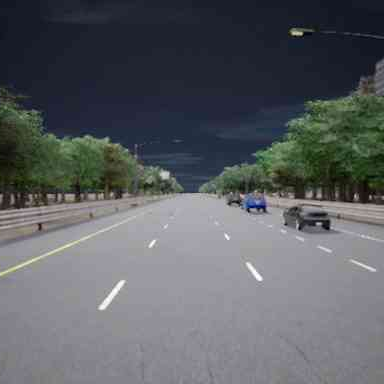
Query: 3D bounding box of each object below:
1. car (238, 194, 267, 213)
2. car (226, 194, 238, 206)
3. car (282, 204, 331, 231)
[{"bbox_3d":[7.042,1.288,38.172,2.150,2.045,5.566,0,0,0],"label":"car"},{"bbox_3d":[7.065,1.309,56.612,2.150,2.045,5.566,0,0,0],"label":"car"},{"bbox_3d":[7.021,1.533,20.811,1.837,1.490,4.892,0,0,0],"label":"car"}]
